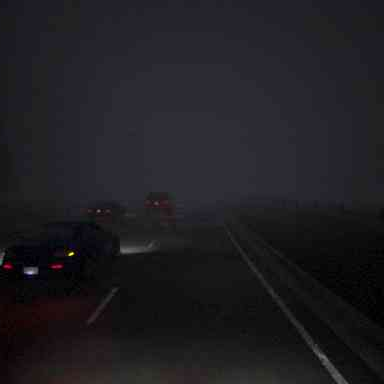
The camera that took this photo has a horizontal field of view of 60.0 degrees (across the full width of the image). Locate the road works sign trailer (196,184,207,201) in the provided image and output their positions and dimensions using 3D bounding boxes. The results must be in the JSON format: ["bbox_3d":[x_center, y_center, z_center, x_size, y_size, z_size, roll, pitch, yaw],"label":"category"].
[{"bbox_3d":[2.082,0.031,71.340,2.380,3.560,2.880,0,0,7],"label":"road works sign trailer"}]

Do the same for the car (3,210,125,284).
[{"bbox_3d":[-3.367,1.468,9.300,1.812,1.442,4.674,0,0,0],"label":"car"}]

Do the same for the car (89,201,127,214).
[{"bbox_3d":[-6.515,1.389,25.966,2.033,1.411,5.357,0,0,2],"label":"car"}]

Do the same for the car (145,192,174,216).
[{"bbox_3d":[-2.893,1.036,30.466,2.150,2.045,5.566,0,0,2],"label":"car"}]
